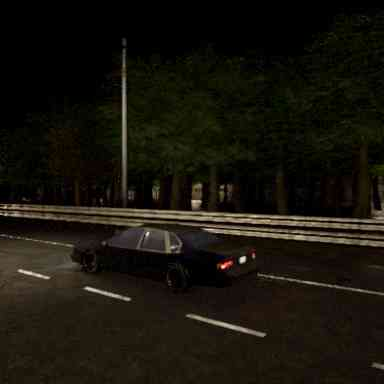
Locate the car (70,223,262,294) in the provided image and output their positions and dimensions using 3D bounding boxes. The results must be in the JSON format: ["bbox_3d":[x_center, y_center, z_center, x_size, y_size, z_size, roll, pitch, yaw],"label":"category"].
[{"bbox_3d":[-0.923,1.552,8.828,5.357,1.411,2.033,0,0,36],"label":"car"}]
